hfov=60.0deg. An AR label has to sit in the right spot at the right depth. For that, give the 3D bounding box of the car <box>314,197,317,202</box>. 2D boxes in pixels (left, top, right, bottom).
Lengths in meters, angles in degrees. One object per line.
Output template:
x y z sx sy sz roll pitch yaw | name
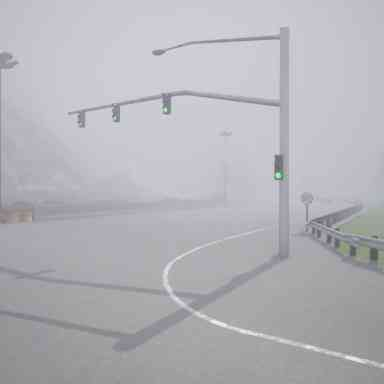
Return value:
28.159 1.520 72.898 2.033 1.411 5.357 0 0 7 | car

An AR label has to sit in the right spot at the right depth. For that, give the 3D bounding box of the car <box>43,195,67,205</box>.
-19.306 1.268 44.981 2.097 1.767 4.553 0 0 33 | car

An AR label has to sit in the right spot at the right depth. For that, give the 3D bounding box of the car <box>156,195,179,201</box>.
-3.764 1.432 49.962 2.128 1.511 4.902 0 0 31 | car

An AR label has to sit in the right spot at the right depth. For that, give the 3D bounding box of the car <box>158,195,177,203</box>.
-5.102 1.444 70.026 2.128 1.511 4.902 0 0 22 | car

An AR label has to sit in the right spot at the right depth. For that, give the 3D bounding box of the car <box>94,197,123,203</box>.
-10.620 1.540 39.069 1.895 1.301 4.718 0 0 33 | car

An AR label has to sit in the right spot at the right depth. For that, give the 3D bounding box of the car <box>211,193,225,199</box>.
5.529 1.166 68.785 2.150 2.045 5.566 0 0 18 | car

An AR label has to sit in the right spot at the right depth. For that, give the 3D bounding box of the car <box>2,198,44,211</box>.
-16.218 1.501 30.288 1.994 1.385 4.181 0 0 33 | car

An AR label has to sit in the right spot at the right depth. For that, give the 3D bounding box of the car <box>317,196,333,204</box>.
25.604 1.549 63.310 1.994 1.385 4.181 0 0 16 | car
